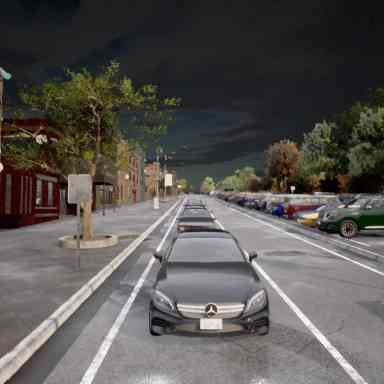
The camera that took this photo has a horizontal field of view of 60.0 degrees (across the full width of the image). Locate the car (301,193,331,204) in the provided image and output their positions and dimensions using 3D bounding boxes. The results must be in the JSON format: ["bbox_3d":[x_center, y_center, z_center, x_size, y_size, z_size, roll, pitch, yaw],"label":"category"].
[{"bbox_3d":[22.115,1.136,59.624,4.553,1.767,2.185,0,1,0],"label":"car"}]

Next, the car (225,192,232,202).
[{"bbox_3d":[8.986,1.280,61.887,4.674,1.452,2.002,0,1,0],"label":"car"}]

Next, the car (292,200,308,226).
[{"bbox_3d":[9.083,1.466,19.828,5.366,1.575,1.946,0,0,0],"label":"car"}]

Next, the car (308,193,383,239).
[{"bbox_3d":[9.259,1.221,17.025,5.566,2.045,2.435,0,0,0],"label":"car"}]

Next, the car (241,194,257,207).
[{"bbox_3d":[9.126,1.409,42.262,4.892,1.521,2.231,0,0,0],"label":"car"}]

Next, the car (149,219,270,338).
[{"bbox_3d":[0.256,1.524,6.824,1.812,1.442,4.674,0,0,0],"label":"car"}]

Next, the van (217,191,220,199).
[{"bbox_3d":[8.760,0.864,78.702,4.442,1.987,1.878,0,1,0],"label":"van"}]

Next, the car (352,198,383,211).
[{"bbox_3d":[22.242,1.452,40.194,4.792,1.488,2.163,0,0,0],"label":"car"}]

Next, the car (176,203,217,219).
[{"bbox_3d":[0.201,1.532,17.403,2.033,1.411,5.357,0,0,0],"label":"car"}]

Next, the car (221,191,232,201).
[{"bbox_3d":[8.942,0.964,64.687,5.566,2.045,2.435,0,1,0],"label":"car"}]

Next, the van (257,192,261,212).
[{"bbox_3d":[9.292,1.222,33.848,4.442,1.987,1.878,0,0,0],"label":"van"}]

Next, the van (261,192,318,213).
[{"bbox_3d":[9.078,1.230,31.045,4.442,1.987,1.878,0,0,0],"label":"van"}]

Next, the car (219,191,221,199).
[{"bbox_3d":[8.923,0.939,67.490,5.566,2.045,2.435,0,1,0],"label":"car"}]

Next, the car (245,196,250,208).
[{"bbox_3d":[9.135,1.466,39.459,4.674,1.452,2.002,0,0,0],"label":"car"}]

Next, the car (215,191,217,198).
[{"bbox_3d":[8.853,1.065,81.508,5.008,1.535,2.097,0,1,0],"label":"car"}]

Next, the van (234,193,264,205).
[{"bbox_3d":[9.161,1.089,53.476,4.442,1.987,1.878,0,1,0],"label":"van"}]

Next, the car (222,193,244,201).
[{"bbox_3d":[8.883,1.014,73.098,4.553,1.767,2.185,0,1,0],"label":"car"}]

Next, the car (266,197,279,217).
[{"bbox_3d":[9.208,1.460,28.239,5.008,1.535,2.097,0,0,0],"label":"car"}]

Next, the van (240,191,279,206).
[{"bbox_3d":[9.217,1.163,45.068,4.442,1.987,1.878,0,0,0],"label":"van"}]

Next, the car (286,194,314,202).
[{"bbox_3d":[22.034,1.188,67.951,4.892,1.521,2.231,0,1,0],"label":"car"}]

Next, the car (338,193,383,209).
[{"bbox_3d":[22.166,1.153,42.967,5.566,2.045,2.435,0,0,0],"label":"car"}]

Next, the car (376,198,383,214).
[{"bbox_3d":[22.435,1.444,34.640,5.366,1.575,1.946,0,0,0],"label":"car"}]

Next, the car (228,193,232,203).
[{"bbox_3d":[9.020,1.291,56.280,4.892,1.521,2.231,0,1,0],"label":"car"}]

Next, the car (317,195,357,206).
[{"bbox_3d":[22.325,1.333,51.298,5.366,1.575,1.946,0,1,0],"label":"car"}]

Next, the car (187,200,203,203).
[{"bbox_3d":[0.233,1.443,29.851,2.128,1.511,4.902,0,0,0],"label":"car"}]

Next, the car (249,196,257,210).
[{"bbox_3d":[9.186,1.470,36.651,4.792,1.488,2.163,0,0,0],"label":"car"}]

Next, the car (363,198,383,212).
[{"bbox_3d":[22.202,1.469,37.411,4.792,1.488,2.163,0,0,0],"label":"car"}]

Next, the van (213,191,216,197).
[{"bbox_3d":[8.685,0.765,89.914,4.442,1.987,1.878,0,1,0],"label":"van"}]

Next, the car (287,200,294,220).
[{"bbox_3d":[9.253,1.506,22.632,4.674,1.452,2.002,0,0,0],"label":"car"}]

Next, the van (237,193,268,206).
[{"bbox_3d":[9.180,1.114,50.673,4.442,1.987,1.878,0,1,0],"label":"van"}]

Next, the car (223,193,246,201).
[{"bbox_3d":[8.902,1.039,70.294,4.553,1.767,2.185,0,1,0],"label":"car"}]

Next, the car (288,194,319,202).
[{"bbox_3d":[21.862,1.209,65.173,5.366,1.575,1.946,0,0,0],"label":"car"}]

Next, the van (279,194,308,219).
[{"bbox_3d":[9.348,1.237,25.436,4.442,1.987,1.878,0,0,0],"label":"van"}]

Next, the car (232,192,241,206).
[{"bbox_3d":[9.054,1.113,47.867,5.566,2.045,2.435,0,1,0],"label":"car"}]
